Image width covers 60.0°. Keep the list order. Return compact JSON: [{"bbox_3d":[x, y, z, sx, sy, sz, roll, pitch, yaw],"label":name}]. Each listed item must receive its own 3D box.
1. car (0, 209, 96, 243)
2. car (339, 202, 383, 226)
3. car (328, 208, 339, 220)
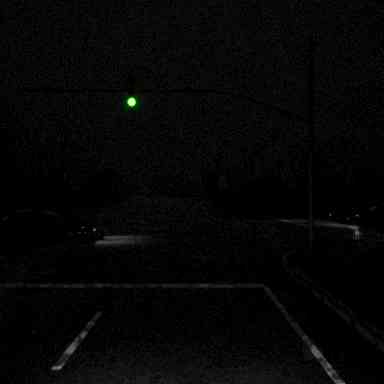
[{"bbox_3d":[-7.178,1.600,16.068,4.892,1.490,1.837,0,0,-3],"label":"car"},{"bbox_3d":[13.659,1.644,24.316,4.674,1.442,1.812,0,0,-3],"label":"car"},{"bbox_3d":[13.964,1.624,27.839,4.902,1.511,2.128,0,0,-3],"label":"car"}]
